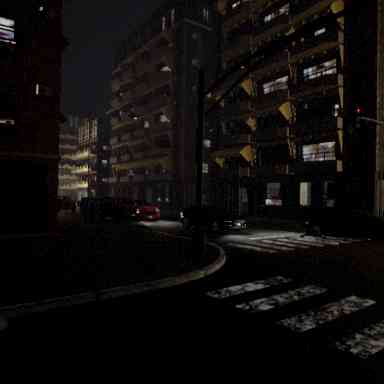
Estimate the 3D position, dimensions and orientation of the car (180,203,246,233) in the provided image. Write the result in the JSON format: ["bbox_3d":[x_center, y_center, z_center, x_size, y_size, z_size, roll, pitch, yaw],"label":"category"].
[{"bbox_3d":[1.167,1.538,20.228,1.837,1.490,4.892,2,-1,-36],"label":"car"}]

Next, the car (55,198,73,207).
[{"bbox_3d":[-22.677,1.825,58.990,1.994,1.385,4.181,2,-1,-36],"label":"car"}]

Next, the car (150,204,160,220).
[{"bbox_3d":[-4.560,1.415,28.275,2.097,1.767,4.553,2,-1,-35],"label":"car"}]

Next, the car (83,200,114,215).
[{"bbox_3d":[-10.266,1.661,36.342,1.994,1.385,4.181,2,-1,-35],"label":"car"}]

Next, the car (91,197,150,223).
[{"bbox_3d":[-5.563,1.318,25.419,2.192,1.841,5.009,1,-1,-35],"label":"car"}]

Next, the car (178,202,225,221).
[{"bbox_3d":[0.766,1.701,30.107,1.752,1.417,4.829,1,-1,-35],"label":"car"}]

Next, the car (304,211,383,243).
[{"bbox_3d":[7.834,1.652,16.707,4.181,1.385,1.994,0,-1,35],"label":"car"}]

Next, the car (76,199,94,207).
[{"bbox_3d":[-18.455,1.882,57.278,1.802,1.307,4.206,1,-1,-35],"label":"car"}]

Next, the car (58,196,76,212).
[{"bbox_3d":[-15.224,1.377,39.075,2.192,1.841,5.009,1,-1,-35],"label":"car"}]

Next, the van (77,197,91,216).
[{"bbox_3d":[-8.784,1.363,29.971,1.690,1.788,3.998,1,-1,-35],"label":"van"}]

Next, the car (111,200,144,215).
[{"bbox_3d":[-7.294,1.663,37.238,1.837,1.490,4.892,2,-1,-35],"label":"car"}]
